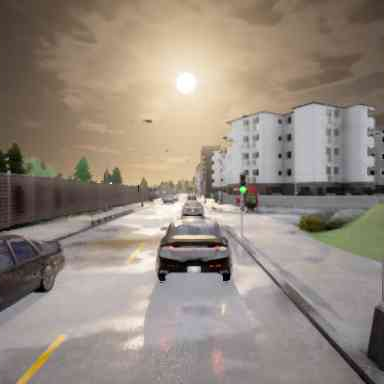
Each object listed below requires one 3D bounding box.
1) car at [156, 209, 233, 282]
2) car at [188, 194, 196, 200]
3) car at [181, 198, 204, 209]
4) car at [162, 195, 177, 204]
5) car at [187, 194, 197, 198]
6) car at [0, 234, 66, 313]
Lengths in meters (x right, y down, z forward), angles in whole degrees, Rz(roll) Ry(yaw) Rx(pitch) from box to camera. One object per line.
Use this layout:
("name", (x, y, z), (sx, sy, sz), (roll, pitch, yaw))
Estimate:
("car", (0.062, 1.470, 9.705), (2.128, 1.511, 4.902), (0, 0, 0))
("car", (-0.011, 1.223, 84.583), (2.128, 1.511, 4.902), (0, 0, 0))
("car", (0.081, 1.481, 28.287), (2.033, 1.411, 5.357), (0, 0, 0))
("car", (-4.063, 1.368, 58.214), (1.837, 1.490, 4.892), (0, 0, 0))
("car", (-0.010, 1.178, 74.552), (2.097, 1.767, 4.553), (0, 0, 0))
("car", (-4.085, 1.533, 6.090), (2.033, 1.411, 5.357), (0, 0, 0))
